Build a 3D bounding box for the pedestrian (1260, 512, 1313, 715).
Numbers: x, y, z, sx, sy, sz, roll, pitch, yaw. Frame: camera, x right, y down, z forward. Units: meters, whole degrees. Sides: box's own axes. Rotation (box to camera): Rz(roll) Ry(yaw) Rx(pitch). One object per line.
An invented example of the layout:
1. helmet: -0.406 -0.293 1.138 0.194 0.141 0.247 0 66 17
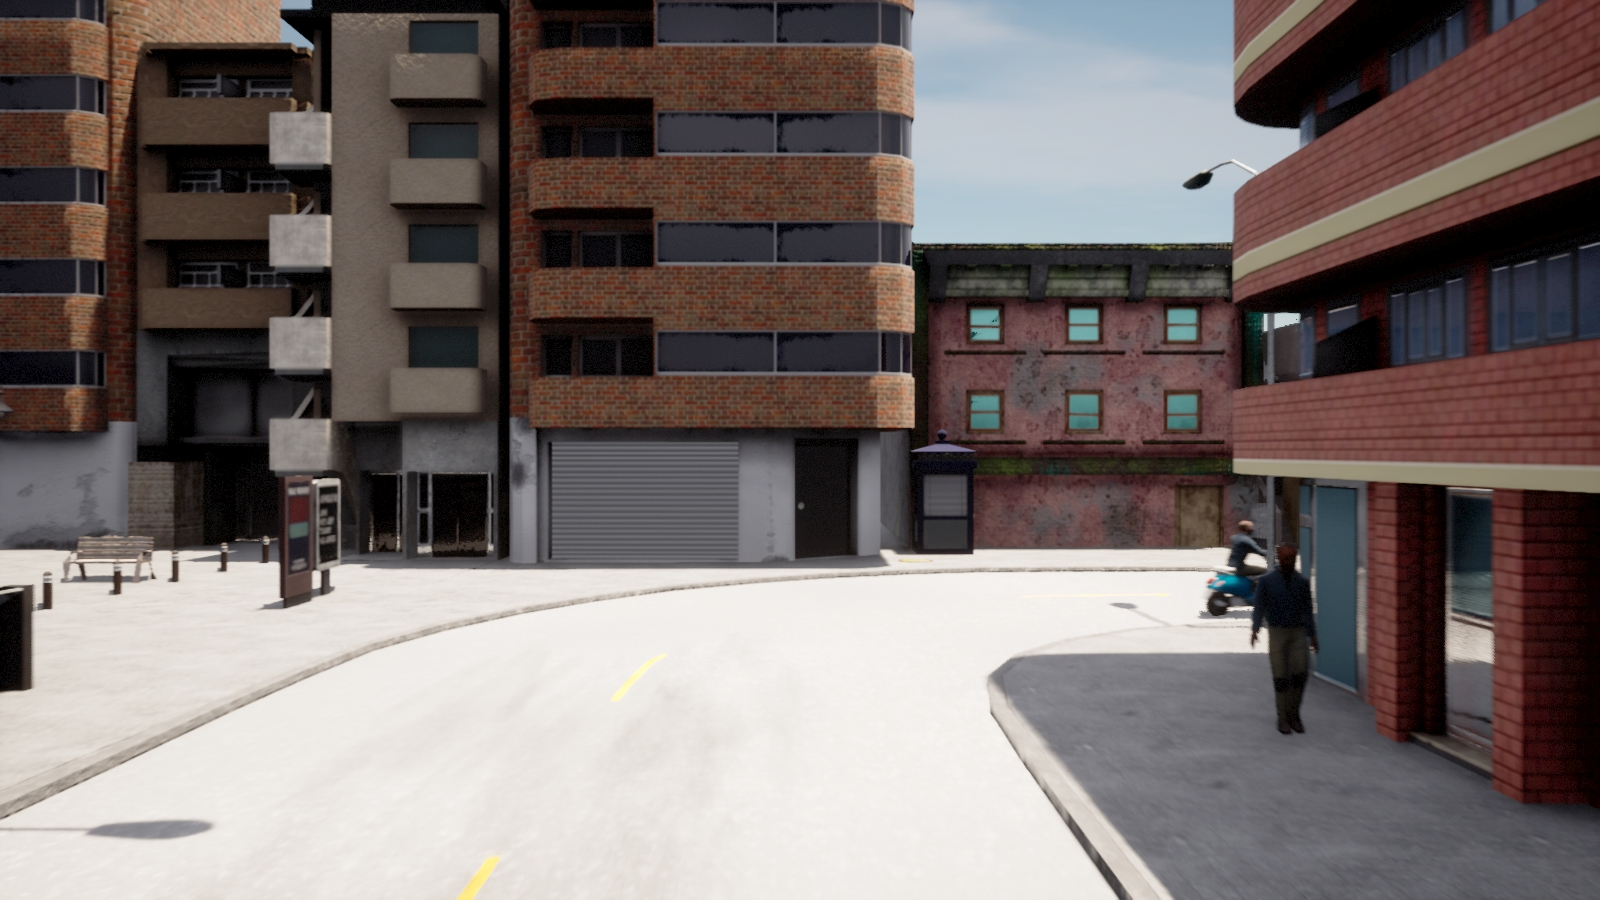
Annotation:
1. pedestrian: 4.600 1.524 10.811 0.375 1.860 0.375 0 0 9
